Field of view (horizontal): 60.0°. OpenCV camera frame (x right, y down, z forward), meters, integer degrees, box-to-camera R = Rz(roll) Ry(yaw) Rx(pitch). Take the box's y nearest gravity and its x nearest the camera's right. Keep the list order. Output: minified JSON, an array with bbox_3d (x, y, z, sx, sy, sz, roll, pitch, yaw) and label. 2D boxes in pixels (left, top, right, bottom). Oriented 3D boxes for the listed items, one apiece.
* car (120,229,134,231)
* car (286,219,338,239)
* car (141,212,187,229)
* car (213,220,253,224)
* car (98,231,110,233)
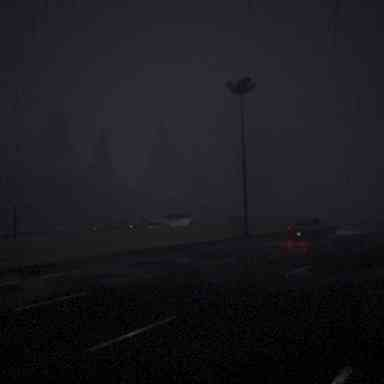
[{"bbox_3d":[-5.220,3.548,35.276,4.674,1.442,1.812,1,-4,-45],"label":"car"},{"bbox_3d":[8.980,2.656,24.576,4.718,1.301,1.895,1,-4,-44],"label":"car"},{"bbox_3d":[-2.009,3.062,33.593,5.566,2.045,2.150,1,-4,-44],"label":"car"},{"bbox_3d":[4.312,3.270,34.744,5.357,1.411,2.033,1,-4,-42],"label":"car"},{"bbox_3d":[-8.526,3.694,36.908,2.128,1.511,4.902,-5,-4,45],"label":"car"}]
